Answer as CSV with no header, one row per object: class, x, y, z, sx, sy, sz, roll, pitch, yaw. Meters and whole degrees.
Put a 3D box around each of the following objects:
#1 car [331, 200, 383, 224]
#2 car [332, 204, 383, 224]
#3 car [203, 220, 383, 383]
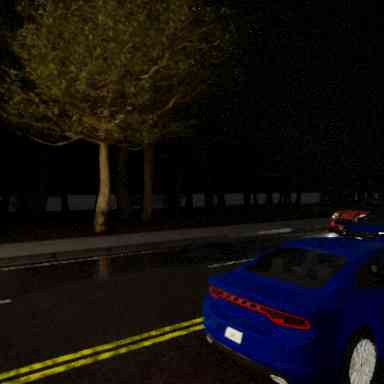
car,9.861,1.297,18.749,4.553,1.767,2.097,0,0,-36
car,8.021,1.436,13.428,5.008,1.535,1.882,0,0,-36
car,2.484,1.463,5.218,5.008,1.535,1.882,0,0,-36
